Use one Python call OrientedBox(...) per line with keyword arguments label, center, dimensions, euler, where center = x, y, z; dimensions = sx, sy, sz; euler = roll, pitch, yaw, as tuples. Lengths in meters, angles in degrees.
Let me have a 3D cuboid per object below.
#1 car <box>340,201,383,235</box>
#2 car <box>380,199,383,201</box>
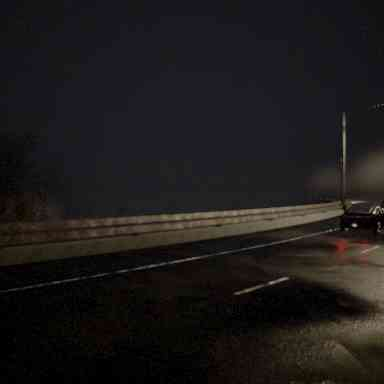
OrientedBox(label="car", center=(9.953, 1.484, 18.874), dimensions=(2.128, 1.511, 4.902), euler=(0, 0, 42))
OrientedBox(label="car", center=(26.833, 1.474, 45.157), dimensions=(2.128, 1.511, 4.902), euler=(0, 0, 25))
